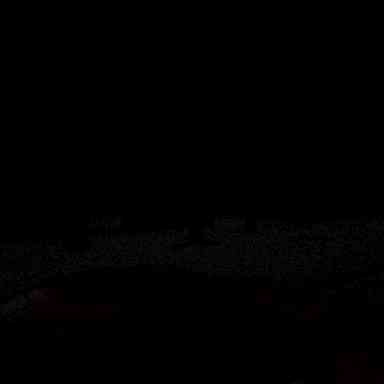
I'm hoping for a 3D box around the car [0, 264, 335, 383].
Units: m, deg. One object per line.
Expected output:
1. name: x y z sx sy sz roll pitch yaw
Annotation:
1. car: -0.859 1.477 2.766 5.008 1.535 1.882 0 0 -36
